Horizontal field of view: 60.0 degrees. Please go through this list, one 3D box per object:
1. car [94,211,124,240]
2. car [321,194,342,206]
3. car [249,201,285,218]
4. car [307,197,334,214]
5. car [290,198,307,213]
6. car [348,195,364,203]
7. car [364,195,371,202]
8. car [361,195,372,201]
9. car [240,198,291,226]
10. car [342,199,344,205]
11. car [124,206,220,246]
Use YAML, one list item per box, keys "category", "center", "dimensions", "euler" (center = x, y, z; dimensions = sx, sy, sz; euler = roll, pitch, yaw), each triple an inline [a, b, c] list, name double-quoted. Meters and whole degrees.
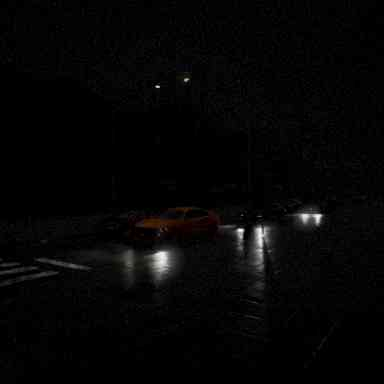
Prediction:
- category: "car"
  center: [-2.814, 1.515, 16.594]
  dimensions: [2.008, 1.369, 4.403]
  euler: [0, 0, 35]
- category: "car"
  center: [20.035, 1.247, 49.129]
  dimensions: [2.192, 1.841, 5.009]
  euler: [0, 0, 35]
- category: "car"
  center: [6.978, 1.521, 30.537]
  dimensions: [1.802, 1.307, 4.206]
  euler: [0, 0, 35]
- category: "car"
  center: [12.878, 1.497, 34.492]
  dimensions: [1.994, 1.385, 4.181]
  euler: [0, 0, 35]
- category: "car"
  center: [10.242, 1.376, 35.185]
  dimensions: [1.967, 1.590, 4.097]
  euler: [0, 0, 35]
- category: "car"
  center: [33.092, 1.506, 67.721]
  dimensions: [1.947, 1.339, 4.313]
  euler: [0, 0, 35]
- category: "car"
  center: [39.522, 1.483, 76.878]
  dimensions: [1.752, 1.417, 4.829]
  euler: [0, 0, 35]
- category: "car"
  center: [42.884, 1.516, 81.665]
  dimensions: [1.887, 1.381, 4.507]
  euler: [0, 0, 35]
- category: "car"
  center: [5.105, 1.448, 23.457]
  dimensions: [1.837, 1.490, 4.892]
  euler: [0, 0, 35]
- category: "car"
  center: [23.300, 1.497, 53.778]
  dimensions: [1.947, 1.339, 4.313]
  euler: [0, 0, 35]
- category: "car"
  center: [-0.544, 1.439, 15.413]
  dimensions: [1.882, 1.535, 5.008]
  euler: [0, 0, 35]
